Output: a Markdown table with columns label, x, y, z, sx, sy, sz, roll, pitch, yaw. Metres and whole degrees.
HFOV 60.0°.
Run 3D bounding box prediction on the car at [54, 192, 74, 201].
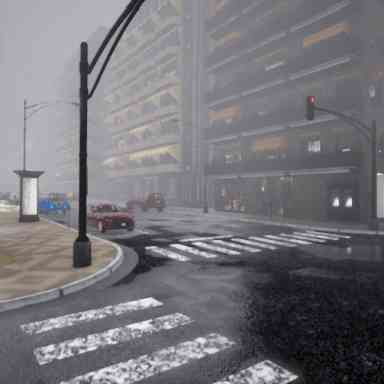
| label | x | y | z | sx | sy | sz | roll | pitch | yaw |
| --- | --- | --- | --- | --- | --- | --- | --- | --- | --- |
| car | -21.047 | 0.745 | 54.493 | 1.947 | 1.339 | 4.313 | 2 | 0 | -36 |

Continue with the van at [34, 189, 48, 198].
| label | x | y | z | sx | sy | sz | roll | pitch | yaw |
| --- | --- | --- | --- | --- | --- | --- | --- | --- | --- |
| van | -31.016 | 0.257 | 68.223 | 1.690 | 1.788 | 3.998 | 2 | 0 | -36 |

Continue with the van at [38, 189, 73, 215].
| label | x | y | z | sx | sy | sz | roll | pitch | yaw |
| --- | --- | --- | --- | --- | --- | --- | --- | --- | --- |
| van | -11.190 | 0.880 | 26.680 | 1.690 | 1.788 | 3.998 | 2 | 0 | -36 |

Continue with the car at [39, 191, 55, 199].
| label | x | y | z | sx | sy | sz | roll | pitch | yaw |
| --- | --- | --- | --- | --- | --- | --- | --- | --- | --- |
| car | -27.796 | 0.526 | 63.784 | 1.752 | 1.417 | 4.829 | 2 | 0 | -36 |

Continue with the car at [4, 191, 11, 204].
| label | x | y | z | sx | sy | sz | roll | pitch | yaw |
| --- | --- | --- | --- | --- | --- | --- | --- | --- | --- |
| car | -21.071 | 0.803 | 40.272 | 1.752 | 1.417 | 4.829 | 2 | 0 | -36 |

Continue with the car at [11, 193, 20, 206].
| label | x | y | z | sx | sy | sz | roll | pitch | yaw |
| --- | --- | --- | --- | --- | --- | --- | --- | --- | --- |
| car | -17.846 | 0.907 | 35.833 | 1.887 | 1.381 | 4.507 | 2 | 0 | -36 |

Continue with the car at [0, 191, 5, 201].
| label | x | y | z | sx | sy | sz | roll | pitch | yaw |
| --- | --- | --- | --- | --- | --- | --- | --- | --- | --- |
| car | -27.818 | 0.540 | 49.561 | 1.967 | 1.590 | 4.097 | 2 | 0 | -36 |

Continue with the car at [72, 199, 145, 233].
| label | x | y | z | sx | sy | sz | roll | pitch | yaw |
| --- | --- | --- | --- | --- | --- | --- | --- | --- | --- |
| car | -4.547 | 1.259 | 17.528 | 1.887 | 1.381 | 4.507 | 2 | 0 | -36 |

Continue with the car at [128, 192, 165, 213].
| label | x | y | z | sx | sy | sz | roll | pitch | yaw |
| --- | --- | --- | --- | --- | --- | --- | --- | --- | --- |
| car | -4.415 | 0.933 | 31.612 | 2.192 | 1.841 | 5.009 | 2 | 0 | -36 |

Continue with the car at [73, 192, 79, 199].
| label | x | y | z | sx | sy | sz | roll | pitch | yaw |
| --- | --- | --- | --- | --- | --- | --- | --- | --- | --- |
| car | -17.719 | 0.707 | 49.918 | 1.967 | 1.590 | 4.097 | 2 | 0 | -36 |

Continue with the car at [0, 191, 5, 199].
| label | x | y | z | sx | sy | sz | roll | pitch | yaw |
| --- | --- | --- | --- | --- | --- | --- | --- | --- | --- |
| car | -34.472 | 0.469 | 58.714 | 1.887 | 1.381 | 4.507 | 2 | 0 | -36 |
